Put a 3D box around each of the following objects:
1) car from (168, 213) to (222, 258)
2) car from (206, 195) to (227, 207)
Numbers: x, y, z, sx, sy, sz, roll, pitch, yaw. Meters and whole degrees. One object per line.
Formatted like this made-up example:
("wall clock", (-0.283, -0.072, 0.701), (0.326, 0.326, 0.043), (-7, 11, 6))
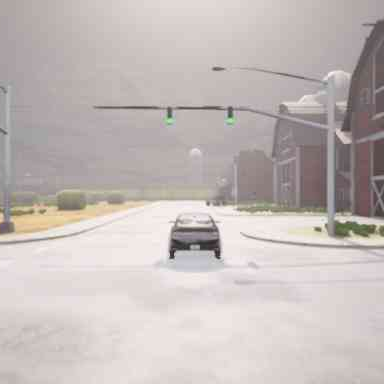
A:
("car", (0.103, 1.570, 13.105), (2.128, 1.511, 4.902), (0, 0, 0))
("car", (4.173, 1.454, 57.123), (1.905, 1.878, 3.866), (-7, 3, -42))
